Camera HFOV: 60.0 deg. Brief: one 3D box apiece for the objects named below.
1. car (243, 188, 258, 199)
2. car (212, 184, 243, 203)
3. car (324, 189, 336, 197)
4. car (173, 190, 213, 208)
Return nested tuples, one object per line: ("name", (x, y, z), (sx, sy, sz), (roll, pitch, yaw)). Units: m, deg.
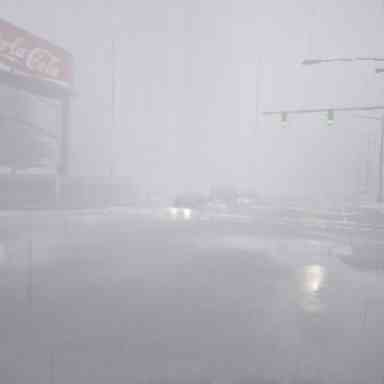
("car", (8.065, 0.203, 47.792), (2.033, 1.411, 5.357), (2, 2, 24))
("car", (3.723, 0.093, 38.020), (2.150, 2.045, 5.566), (2, 2, 24))
("car", (25.878, 0.103, 62.207), (1.812, 1.442, 4.674), (2, 2, 24))
("car", (-0.046, 0.624, 29.475), (1.994, 1.385, 4.181), (2, 2, 24))
